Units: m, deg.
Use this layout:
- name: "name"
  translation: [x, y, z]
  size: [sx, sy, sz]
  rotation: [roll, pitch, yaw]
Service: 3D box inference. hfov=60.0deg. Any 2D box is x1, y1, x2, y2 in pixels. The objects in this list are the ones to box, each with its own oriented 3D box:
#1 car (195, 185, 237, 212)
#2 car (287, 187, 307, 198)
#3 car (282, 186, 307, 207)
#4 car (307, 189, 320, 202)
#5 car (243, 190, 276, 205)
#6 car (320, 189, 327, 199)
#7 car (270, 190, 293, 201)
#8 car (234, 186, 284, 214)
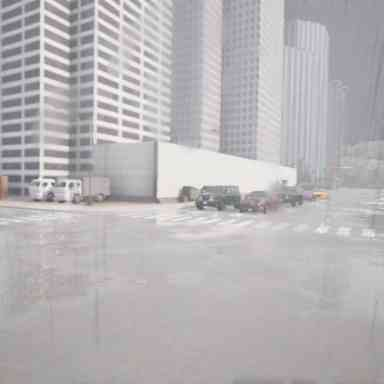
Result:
- name: "car"
  translation: [2.361, 0.436, 27.831]
  size: [2.150, 2.045, 5.566]
  rotation: [2, 2, 29]
- name: "car"
  translation: [17.232, 0.055, 54.344]
  size: [2.097, 1.767, 4.553]
  rotation: [2, 2, 29]
- name: "car"
  translation: [9.993, 0.380, 34.335]
  size: [2.150, 2.045, 5.566]
  rotation: [2, 2, 29]
- name: "car"
  translation: [14.768, 0.520, 42.854]
  size: [1.812, 1.442, 4.674]
  rotation: [2, 2, 29]
- name: "car"
  translation: [7.633, 0.578, 37.293]
  size: [2.033, 1.411, 5.357]
  rotation: [2, 2, 29]
- name: "car"
  translation: [19.859, 0.300, 51.855]
  size: [1.882, 1.535, 5.008]
  rotation: [2, 2, 29]
- name: "car"
  translation: [12.367, 0.470, 45.706]
  size: [1.895, 1.301, 4.718]
  rotation: [2, 2, 30]
- name: "car"
  translation: [5.329, 0.671, 25.974]
  size: [2.097, 1.767, 4.553]
  rotation: [2, 2, 29]
